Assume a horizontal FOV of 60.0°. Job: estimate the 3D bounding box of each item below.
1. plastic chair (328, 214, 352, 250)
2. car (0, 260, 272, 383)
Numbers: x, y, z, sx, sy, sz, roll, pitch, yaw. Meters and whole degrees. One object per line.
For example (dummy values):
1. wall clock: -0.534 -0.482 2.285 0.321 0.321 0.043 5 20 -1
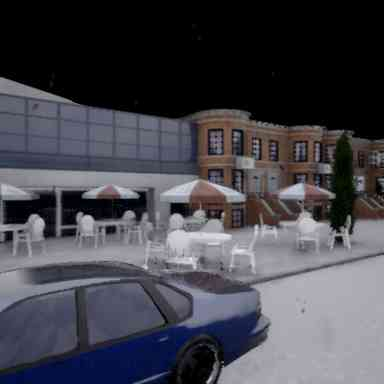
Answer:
1. plastic chair: 5.634 1.502 12.733 0.730 1.271 0.750 0 0 15
2. car: -1.520 1.547 3.523 5.357 1.411 2.033 0 0 -35
